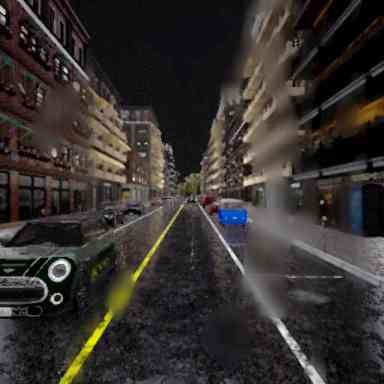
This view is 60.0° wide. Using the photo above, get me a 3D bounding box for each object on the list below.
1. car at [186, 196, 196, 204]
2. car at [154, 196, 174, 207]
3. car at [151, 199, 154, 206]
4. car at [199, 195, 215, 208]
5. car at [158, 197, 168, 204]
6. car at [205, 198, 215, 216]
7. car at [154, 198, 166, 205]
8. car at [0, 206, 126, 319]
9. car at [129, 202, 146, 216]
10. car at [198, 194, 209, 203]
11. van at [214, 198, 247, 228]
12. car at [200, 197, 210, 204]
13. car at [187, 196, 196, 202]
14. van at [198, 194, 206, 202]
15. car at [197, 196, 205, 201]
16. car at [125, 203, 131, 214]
[{"bbox_3d":[-0.150,1.705,67.057,2.033,1.411,5.357,0,0,0],"label":"car"},{"bbox_3d":[-3.089,1.239,39.999,1.812,1.442,4.674,0,0,0],"label":"car"},{"bbox_3d":[-5.804,1.687,55.991,1.887,1.381,4.507,1,0,0],"label":"car"},{"bbox_3d":[2.592,1.430,50.399,2.192,1.841,5.009,1,0,0],"label":"car"},{"bbox_3d":[-5.830,1.752,67.132,1.802,1.307,4.206,1,0,0],"label":"car"},{"bbox_3d":[2.628,1.620,33.685,1.887,1.381,4.507,1,0,0],"label":"car"},{"bbox_3d":[-5.817,1.738,61.561,1.802,1.307,4.206,1,0,0],"label":"car"},{"bbox_3d":[-3.110,1.375,7.705,2.097,1.767,4.553,0,0,0],"label":"car"},{"bbox_3d":[-5.753,1.655,33.706,1.947,1.339,4.313,1,0,0],"label":"car"},{"bbox_3d":[2.541,1.485,72.684,2.192,1.841,5.009,1,0,0],"label":"car"},{"bbox_3d":[2.655,1.390,22.545,1.690,1.788,3.998,1,0,0],"label":"van"},{"bbox_3d":[2.551,1.682,67.281,1.752,1.417,4.829,1,0,0],"label":"car"},{"bbox_3d":[-0.174,1.638,77.363,2.033,1.411,5.357,0,0,0],"label":"car"},{"bbox_3d":[2.515,1.539,83.825,1.690,1.788,3.998,1,0,0],"label":"van"},{"bbox_3d":[2.499,1.762,89.396,2.008,1.369,4.403,1,0,0],"label":"car"},{"bbox_3d":[-5.727,1.629,22.564,1.947,1.339,4.313,1,0,0],"label":"car"}]
